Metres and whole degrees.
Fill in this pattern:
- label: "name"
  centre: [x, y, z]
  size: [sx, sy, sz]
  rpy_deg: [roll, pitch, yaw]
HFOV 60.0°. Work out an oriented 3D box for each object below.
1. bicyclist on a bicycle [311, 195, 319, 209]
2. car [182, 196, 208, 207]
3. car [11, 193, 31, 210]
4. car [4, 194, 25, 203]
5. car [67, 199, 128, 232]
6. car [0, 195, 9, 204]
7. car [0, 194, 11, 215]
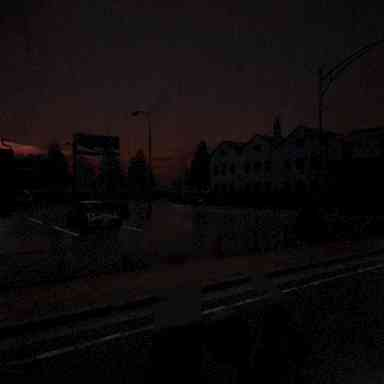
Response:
- label: "bicyclist on a bicycle"
  centre: [13.660, 1.124, 36.837]
  size: [1.656, 1.620, 0.582]
  rpy_deg: [0, 0, -35]
- label: "car"
  centre: [0.441, 1.350, 48.861]
  size: [1.812, 1.442, 4.674]
  rpy_deg: [0, -1, -35]
- label: "car"
  centre: [-19.835, 1.092, 38.155]
  size: [1.905, 1.878, 3.866]
  rpy_deg: [0, 0, -36]
- label: "car"
  centre: [-38.979, 1.328, 73.232]
  size: [3.866, 1.878, 1.905]
  rpy_deg: [0, 0, -36]
- label: "car"
  centre: [-5.315, 1.248, 17.892]
  size: [1.970, 1.475, 3.806]
  rpy_deg: [0, 0, -36]
- label: "car"
  centre: [-39.205, 1.495, 66.104]
  size: [4.611, 1.667, 2.242]
  rpy_deg: [0, 0, -36]
- label: "car"
  centre: [-17.921, 1.113, 29.845]
  size: [1.932, 1.855, 4.605]
  rpy_deg: [0, 0, -36]
